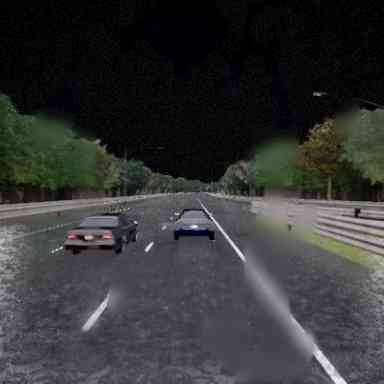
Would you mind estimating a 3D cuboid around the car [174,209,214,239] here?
[{"bbox_3d":[0.098,1.566,17.361,1.994,1.385,4.181,0,0,0],"label":"car"}]

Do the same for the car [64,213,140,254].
[{"bbox_3d":[-3.400,1.548,13.488,2.033,1.411,5.357,0,0,0],"label":"car"}]

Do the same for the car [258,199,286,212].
[{"bbox_3d":[9.623,1.548,40.482,1.882,1.535,5.008,0,0,-11],"label":"car"}]
